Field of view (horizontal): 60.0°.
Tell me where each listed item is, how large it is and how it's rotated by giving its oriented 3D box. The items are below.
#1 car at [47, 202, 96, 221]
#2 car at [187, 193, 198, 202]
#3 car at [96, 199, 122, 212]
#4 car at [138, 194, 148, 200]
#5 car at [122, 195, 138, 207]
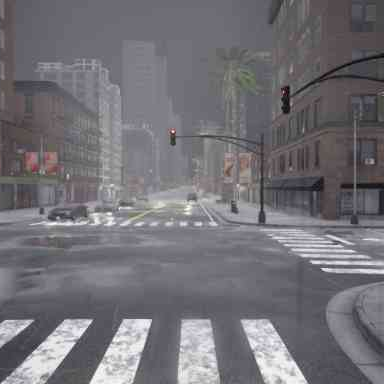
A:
[{"bbox_3d":[-9.857,1.544,27.156,2.033,1.411,5.357,0,0,0],"label":"car"},{"bbox_3d":[0.046,1.171,71.991,2.150,2.045,5.566,0,0,0],"label":"car"},{"bbox_3d":[-9.856,1.595,38.793,1.895,1.301,4.718,0,0,0],"label":"car"},{"bbox_3d":[-9.762,1.035,65.539,2.097,1.767,4.553,0,0,0],"label":"car"},{"bbox_3d":[-9.846,1.550,50.214,1.994,1.385,4.181,0,0,0],"label":"car"}]
